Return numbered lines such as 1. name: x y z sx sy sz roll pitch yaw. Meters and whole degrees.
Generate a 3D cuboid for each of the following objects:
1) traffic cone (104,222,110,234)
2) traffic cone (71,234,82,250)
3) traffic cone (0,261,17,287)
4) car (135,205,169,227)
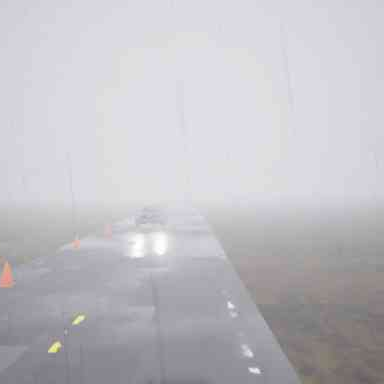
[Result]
1. traffic cone: -4.576 1.950 18.059 0.340 0.580 0.340 0 0 -1
2. traffic cone: -4.529 1.959 13.058 0.340 0.580 0.340 0 0 -1
3. traffic cone: -4.481 1.964 8.058 0.340 0.580 0.340 0 0 -1
4. car: -2.646 1.578 22.516 1.895 1.301 4.718 0 0 -1
